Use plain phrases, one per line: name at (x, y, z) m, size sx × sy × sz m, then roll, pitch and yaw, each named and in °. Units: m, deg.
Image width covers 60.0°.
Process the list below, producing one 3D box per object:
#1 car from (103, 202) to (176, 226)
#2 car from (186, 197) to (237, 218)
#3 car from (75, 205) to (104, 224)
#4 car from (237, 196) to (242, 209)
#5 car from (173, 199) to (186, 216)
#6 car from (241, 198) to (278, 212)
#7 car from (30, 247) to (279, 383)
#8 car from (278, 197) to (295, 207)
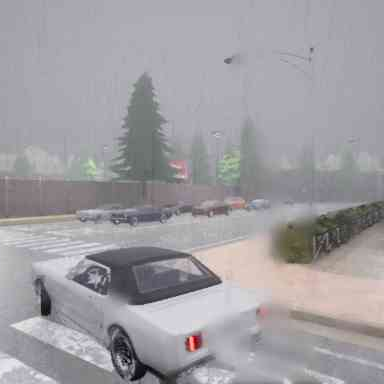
car at (-3.521, 1.595, 23.253) m, size 1.895 × 1.301 × 4.718 m, roll 0°, pitch 0°, yaw 36°
car at (1.893, 1.471, 30.738) m, size 1.882 × 1.535 × 5.008 m, roll 0°, pitch 0°, yaw 36°
car at (-6.412, 1.593, 25.231) m, size 1.895 × 1.301 × 4.718 m, roll 0°, pitch 0°, yaw 36°
car at (4.880, 1.344, 40.746) m, size 2.097 × 1.767 × 4.553 m, roll 0°, pitch 0°, yaw 37°
car at (-1.057, 1.484, 32.628) m, size 2.128 × 1.511 × 4.902 m, roll 0°, pitch 0°, yaw 36°
car at (7.971, 1.520, 39.054) m, size 1.812 × 1.442 × 4.674 m, roll 0°, pitch 0°, yaw 36°
car at (-1.075, 1.599, 5.558) m, size 1.895 × 1.301 × 4.718 m, roll 0°, pitch 0°, yaw -42°
car at (14.441, 1.487, 52.713) m, size 4.902 × 1.511 × 2.128 m, roll 0°, pitch 0°, yaw -45°
